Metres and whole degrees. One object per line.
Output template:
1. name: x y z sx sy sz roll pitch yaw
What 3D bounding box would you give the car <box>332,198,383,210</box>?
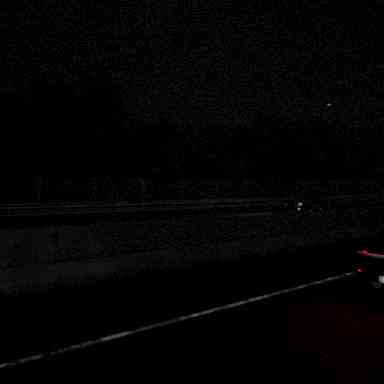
1. car: 13.737 1.369 26.295 5.357 1.411 2.033 -1 0 -34

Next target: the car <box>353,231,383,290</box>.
1. car: 5.707 1.464 7.752 4.902 1.511 2.128 0 0 -35

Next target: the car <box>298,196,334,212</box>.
1. car: 11.882 1.324 29.255 4.892 1.490 1.837 -1 0 -34

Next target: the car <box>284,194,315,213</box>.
1. car: 11.311 1.152 33.093 4.553 1.767 2.097 -1 1 -34
